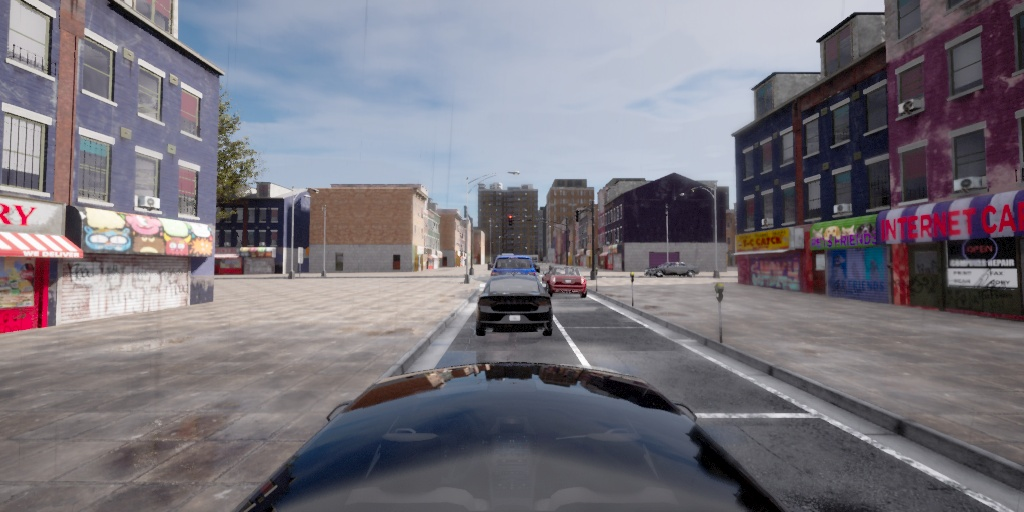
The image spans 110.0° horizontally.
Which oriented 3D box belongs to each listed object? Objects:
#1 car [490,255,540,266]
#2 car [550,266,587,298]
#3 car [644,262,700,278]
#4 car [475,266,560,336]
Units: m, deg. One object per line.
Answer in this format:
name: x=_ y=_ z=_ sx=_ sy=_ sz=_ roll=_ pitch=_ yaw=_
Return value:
car: x=0.063 y=0.992 z=18.035 sx=2.150 sy=2.045 sz=5.566 roll=0 pitch=0 yaw=0
car: x=2.610 y=1.210 z=18.724 sx=1.967 sy=1.591 sz=4.097 roll=0 pitch=0 yaw=0
car: x=14.940 y=1.314 z=33.571 sx=4.902 sy=1.511 sz=2.128 roll=0 pitch=-2 yaw=0
car: x=0.033 y=1.235 z=10.484 sx=1.882 sy=1.535 sz=5.008 roll=0 pitch=0 yaw=-1
